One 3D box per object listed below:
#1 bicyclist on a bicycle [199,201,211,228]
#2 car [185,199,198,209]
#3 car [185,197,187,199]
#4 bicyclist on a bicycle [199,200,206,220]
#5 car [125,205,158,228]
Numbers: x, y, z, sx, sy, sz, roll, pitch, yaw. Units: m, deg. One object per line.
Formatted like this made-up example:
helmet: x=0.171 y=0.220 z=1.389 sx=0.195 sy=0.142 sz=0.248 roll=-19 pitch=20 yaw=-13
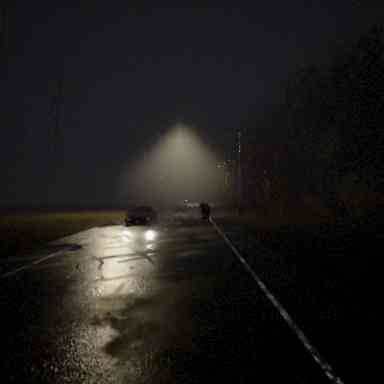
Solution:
bicyclist on a bicycle: x=0.967 y=1.597 z=22.026 sx=0.659 sy=1.776 sz=1.843 roll=0 pitch=0 yaw=0
car: x=0.111 y=2.170 z=55.507 sx=1.895 sy=1.301 sz=4.718 roll=0 pitch=-1 yaw=0
car: x=0.015 y=2.280 z=73.647 sx=2.128 sy=1.511 sz=4.902 roll=0 pitch=-1 yaw=0
bicyclist on a bicycle: x=0.969 y=1.689 z=31.025 sx=0.659 sy=1.776 sz=1.843 roll=0 pitch=0 yaw=0
car: x=-3.594 y=1.728 z=24.393 sx=1.882 sy=1.535 sz=5.008 roll=0 pitch=-1 yaw=0
